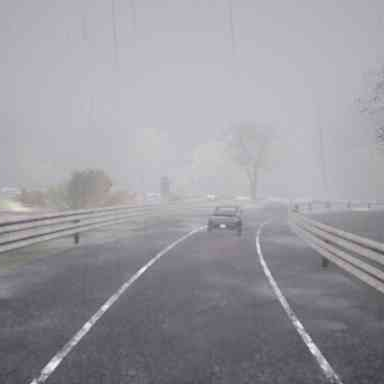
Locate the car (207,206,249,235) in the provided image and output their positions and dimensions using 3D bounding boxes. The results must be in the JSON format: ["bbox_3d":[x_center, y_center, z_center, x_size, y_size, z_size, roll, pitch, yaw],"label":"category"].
[{"bbox_3d":[2.153,1.532,19.135,2.128,1.511,4.902,1,0,14],"label":"car"}]

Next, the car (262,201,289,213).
[{"bbox_3d":[10.769,1.890,42.456,2.033,1.411,5.357,2,0,35],"label":"car"}]
